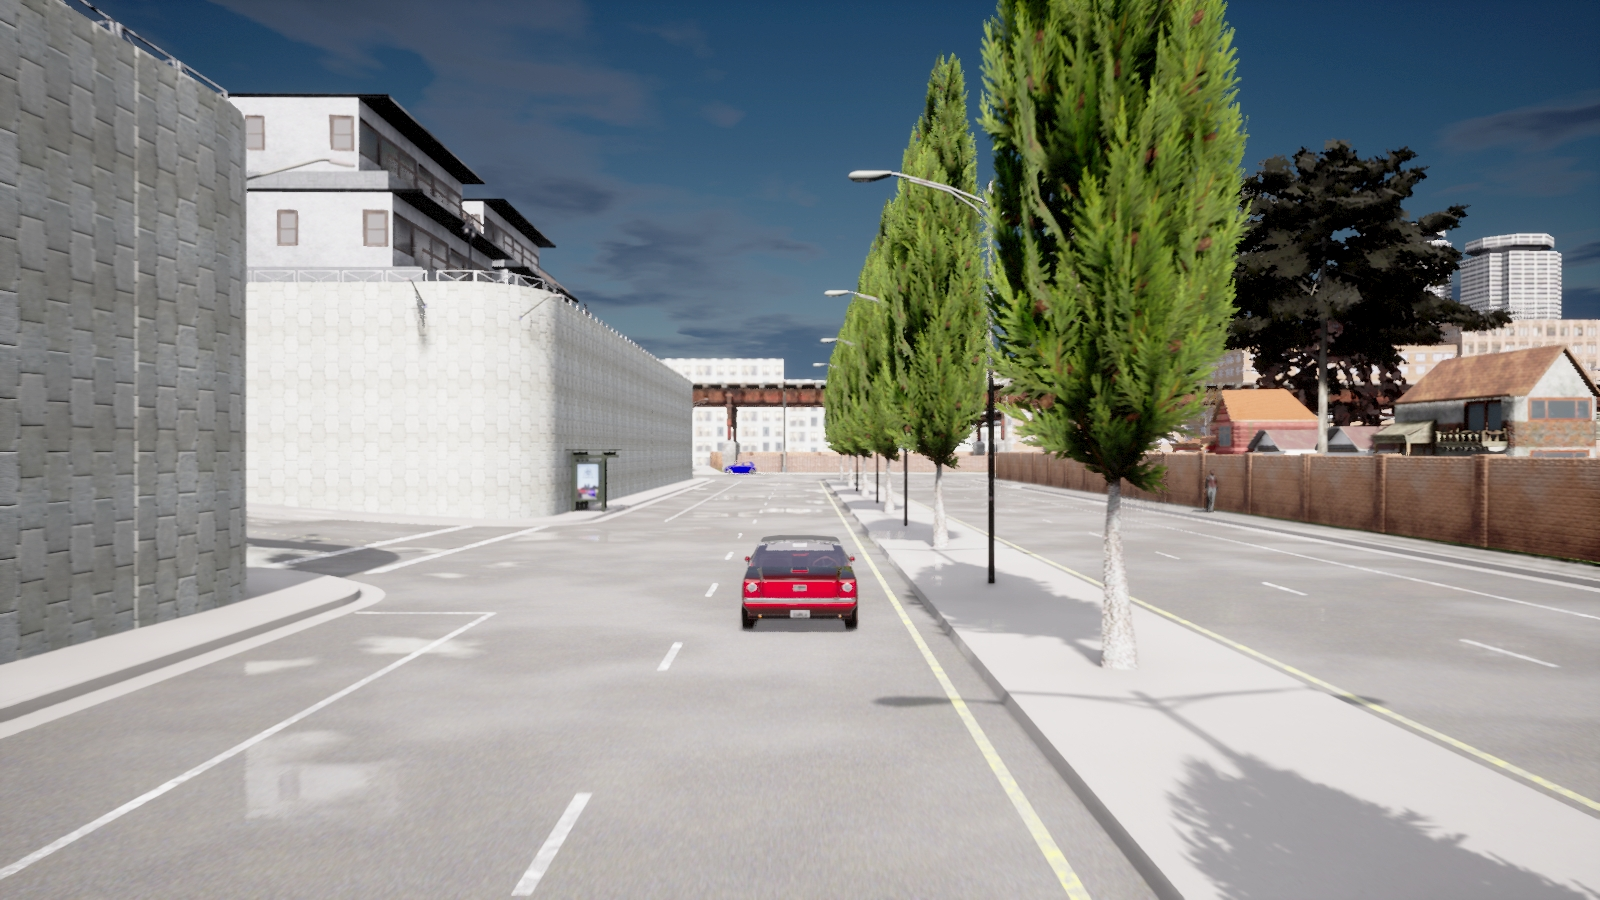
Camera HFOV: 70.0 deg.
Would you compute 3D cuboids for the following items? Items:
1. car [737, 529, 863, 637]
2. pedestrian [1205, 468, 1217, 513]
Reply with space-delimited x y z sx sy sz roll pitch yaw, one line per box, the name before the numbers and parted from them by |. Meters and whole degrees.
car | -0.003 2.155 19.474 1.895 1.301 4.718 0 0 0
pedestrian | 17.152 1.698 47.666 0.375 1.860 0.375 0 0 1
